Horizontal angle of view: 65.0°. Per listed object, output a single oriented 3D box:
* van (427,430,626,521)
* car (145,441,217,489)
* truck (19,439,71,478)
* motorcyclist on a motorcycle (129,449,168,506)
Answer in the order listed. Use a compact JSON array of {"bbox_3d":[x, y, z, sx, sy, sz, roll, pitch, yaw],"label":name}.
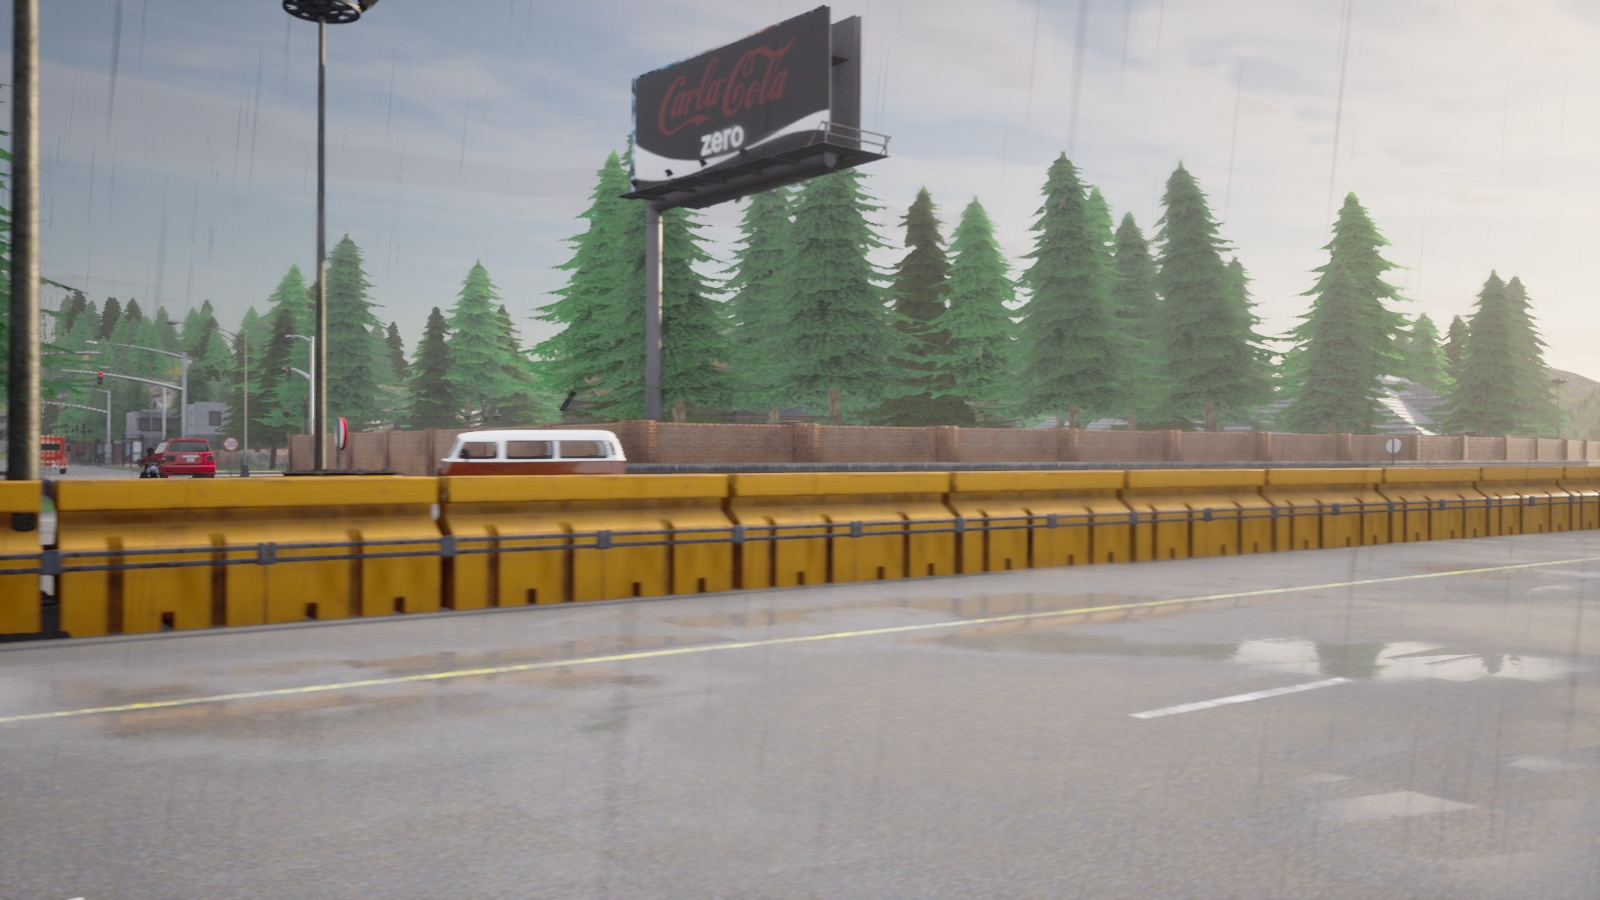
[{"bbox_3d":[-6.526,0.555,29.913,4.480,2.038,2.069,0,1,-16],"label":"van"},{"bbox_3d":[-27.592,0.639,55.868,2.150,2.045,5.566,0,0,-34],"label":"car"},{"bbox_3d":[-49.011,0.542,81.421,2.627,2.467,5.204,0,0,-34],"label":"truck"},{"bbox_3d":[-19.521,0.809,37.616,0.766,1.649,2.350,0,0,-34],"label":"motorcyclist on a motorcycle"}]
